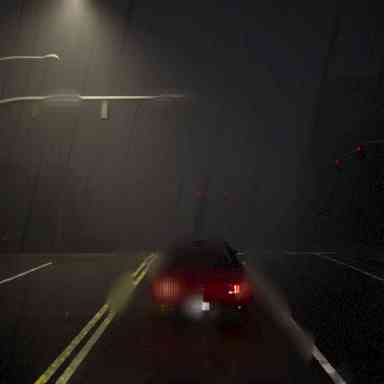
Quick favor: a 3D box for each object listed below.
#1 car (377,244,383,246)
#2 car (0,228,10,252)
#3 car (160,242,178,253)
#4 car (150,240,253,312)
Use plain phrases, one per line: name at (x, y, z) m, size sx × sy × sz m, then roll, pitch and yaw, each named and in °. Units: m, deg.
car at (17.320, 4.594, 26.729) m, size 4.902 × 1.511 × 2.128 m, roll 4°, pitch -10°, yaw 1°
car at (-17.714, 3.882, 26.832) m, size 5.566 × 2.045 × 2.150 m, roll -1°, pitch -10°, yaw 3°
car at (-2.904, 7.137, 42.876) m, size 1.895 × 1.301 × 4.718 m, roll 0°, pitch -10°, yaw 1°
car at (0.198, 1.830, 8.190) m, size 1.895 × 1.301 × 4.718 m, roll 0°, pitch -2°, yaw 1°
